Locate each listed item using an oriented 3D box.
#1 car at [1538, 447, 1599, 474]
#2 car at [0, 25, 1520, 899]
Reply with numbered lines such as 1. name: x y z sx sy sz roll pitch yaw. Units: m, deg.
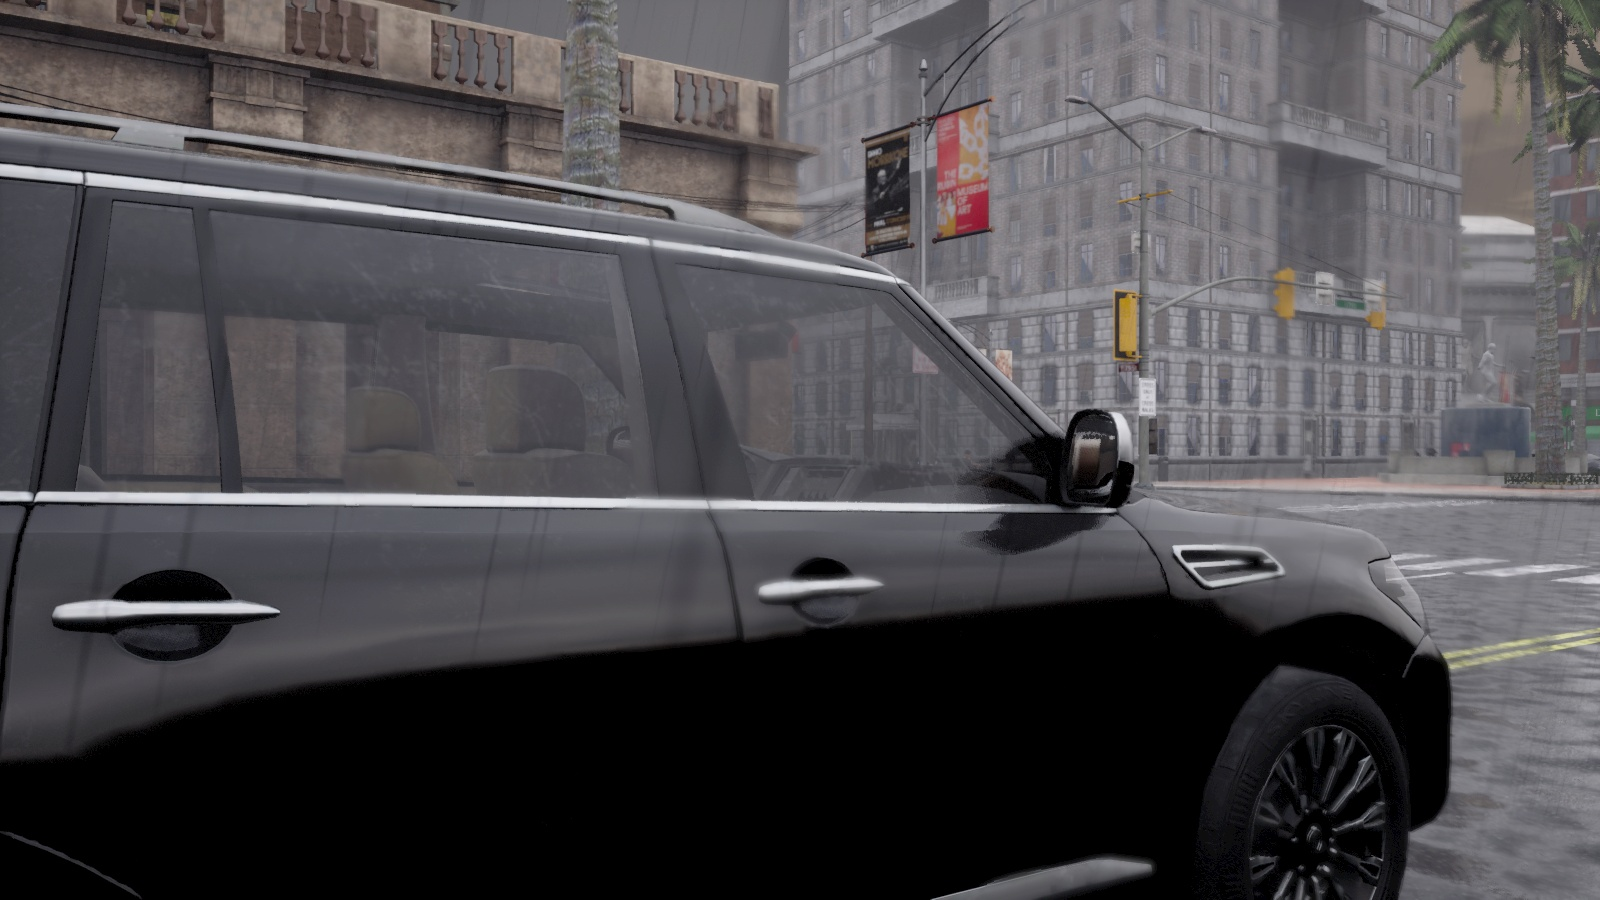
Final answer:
1. car: 50.293 0.679 80.547 2.242 1.667 4.611 0 0 -23
2. car: -0.661 0.473 3.201 5.566 2.045 2.150 0 0 -35
